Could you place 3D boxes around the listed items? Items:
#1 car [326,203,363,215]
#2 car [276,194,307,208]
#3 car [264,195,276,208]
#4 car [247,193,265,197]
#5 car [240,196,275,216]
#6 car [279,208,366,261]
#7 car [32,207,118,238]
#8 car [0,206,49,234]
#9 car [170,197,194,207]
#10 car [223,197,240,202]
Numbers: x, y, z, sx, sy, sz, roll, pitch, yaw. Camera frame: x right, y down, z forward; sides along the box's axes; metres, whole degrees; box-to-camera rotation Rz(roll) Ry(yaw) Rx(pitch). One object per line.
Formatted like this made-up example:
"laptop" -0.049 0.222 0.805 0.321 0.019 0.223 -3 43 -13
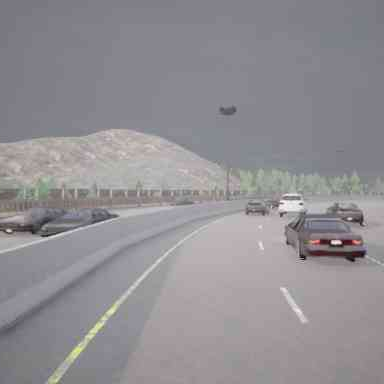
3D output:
"car" 10.560 1.491 23.213 2.128 1.511 4.902 0 0 15
"car" 9.611 1.217 31.459 2.150 2.045 5.566 0 -1 21
"car" 10.866 1.503 42.788 1.837 1.490 4.892 0 0 28
"car" 10.911 1.220 56.679 2.150 2.045 5.566 0 0 35
"car" 6.605 1.490 33.246 2.128 1.511 4.902 0 0 21
"car" 4.650 1.547 12.376 2.033 1.411 5.357 0 0 8
"car" -5.446 1.547 17.052 2.033 1.411 5.357 0 0 10
"car" -8.602 1.548 19.140 2.033 1.411 5.357 0 0 11
"car" -1.470 1.504 49.627 1.837 1.490 4.892 0 0 28
"car" 7.143 1.524 57.296 1.812 1.442 4.674 0 0 34
